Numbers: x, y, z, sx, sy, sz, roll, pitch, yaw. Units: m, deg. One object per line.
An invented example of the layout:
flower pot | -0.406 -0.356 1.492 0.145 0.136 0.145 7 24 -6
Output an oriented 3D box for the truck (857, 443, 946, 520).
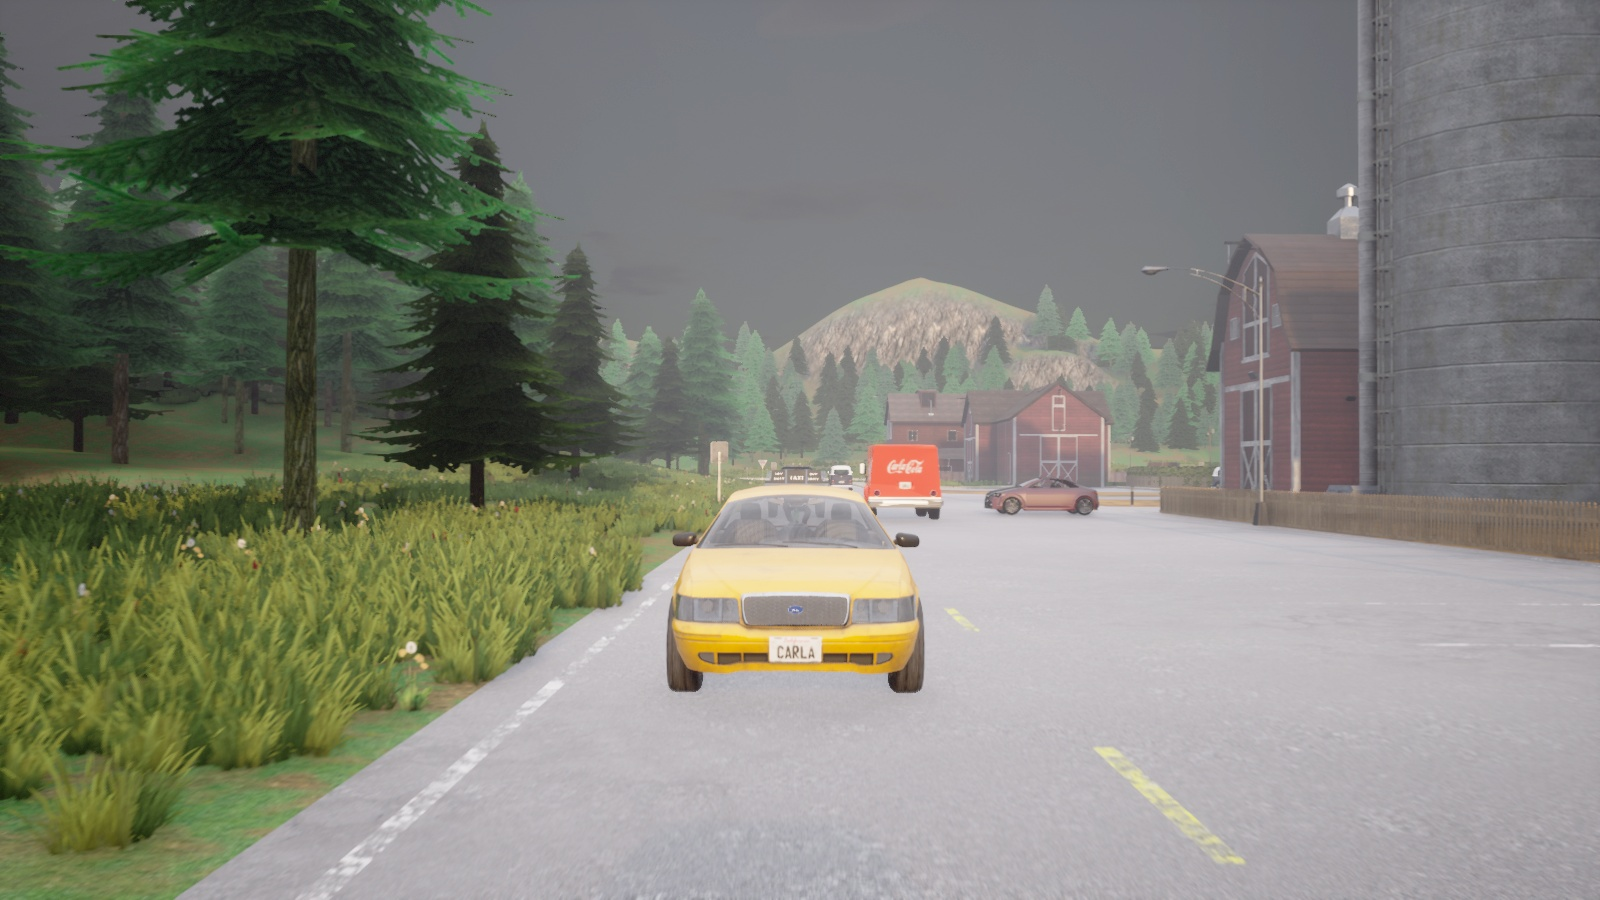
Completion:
truck | 3.393 1.049 43.089 2.627 2.467 5.204 0 -1 0

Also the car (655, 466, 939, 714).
car | -0.027 0.937 10.695 1.801 1.575 5.366 0 -1 0
